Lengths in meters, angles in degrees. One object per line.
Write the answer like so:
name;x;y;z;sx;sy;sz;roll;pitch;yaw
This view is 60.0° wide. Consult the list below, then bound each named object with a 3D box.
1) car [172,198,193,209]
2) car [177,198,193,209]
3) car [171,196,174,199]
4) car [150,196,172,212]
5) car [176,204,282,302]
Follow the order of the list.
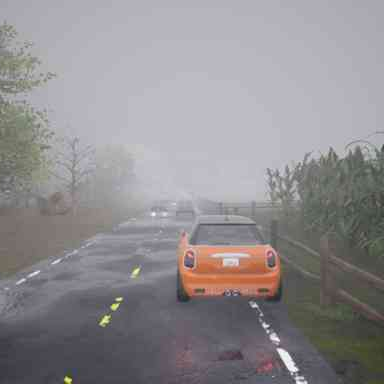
car;-0.668;1.529;33.192;2.033;1.411;5.357;0;0;-1
car;-0.921;1.530;44.934;1.994;1.385;4.181;0;0;-1
car;-4.123;1.406;62.592;1.882;1.535;5.008;0;0;-1
car;-3.689;1.523;38.258;2.033;1.411;5.357;0;0;-1
car;0.716;1.350;8.437;2.097;1.767;4.553;0;0;-1
